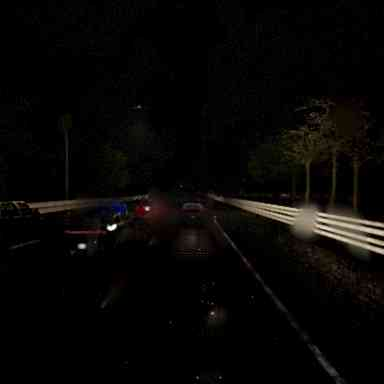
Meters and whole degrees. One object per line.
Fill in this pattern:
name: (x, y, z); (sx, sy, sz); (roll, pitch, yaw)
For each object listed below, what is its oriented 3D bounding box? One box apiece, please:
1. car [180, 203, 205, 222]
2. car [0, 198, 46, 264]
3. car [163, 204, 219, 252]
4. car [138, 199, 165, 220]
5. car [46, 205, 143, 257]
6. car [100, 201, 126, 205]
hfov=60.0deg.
car: (0.041, 1.603, 27.327); (1.895, 1.301, 4.718); (0, 0, 0)
car: (-6.964, 1.227, 11.758); (2.150, 2.045, 5.566); (0, 0, 1)
car: (0.056, 1.481, 14.032); (1.882, 1.535, 5.008); (0, 0, 0)
car: (-3.454, 1.353, 27.838); (2.097, 1.767, 4.553); (0, 0, 0)
car: (-3.454, 1.495, 12.924); (2.128, 1.511, 4.902); (0, 0, 0)
car: (-6.944, 1.479, 29.102); (1.882, 1.535, 5.008); (0, 0, 0)
